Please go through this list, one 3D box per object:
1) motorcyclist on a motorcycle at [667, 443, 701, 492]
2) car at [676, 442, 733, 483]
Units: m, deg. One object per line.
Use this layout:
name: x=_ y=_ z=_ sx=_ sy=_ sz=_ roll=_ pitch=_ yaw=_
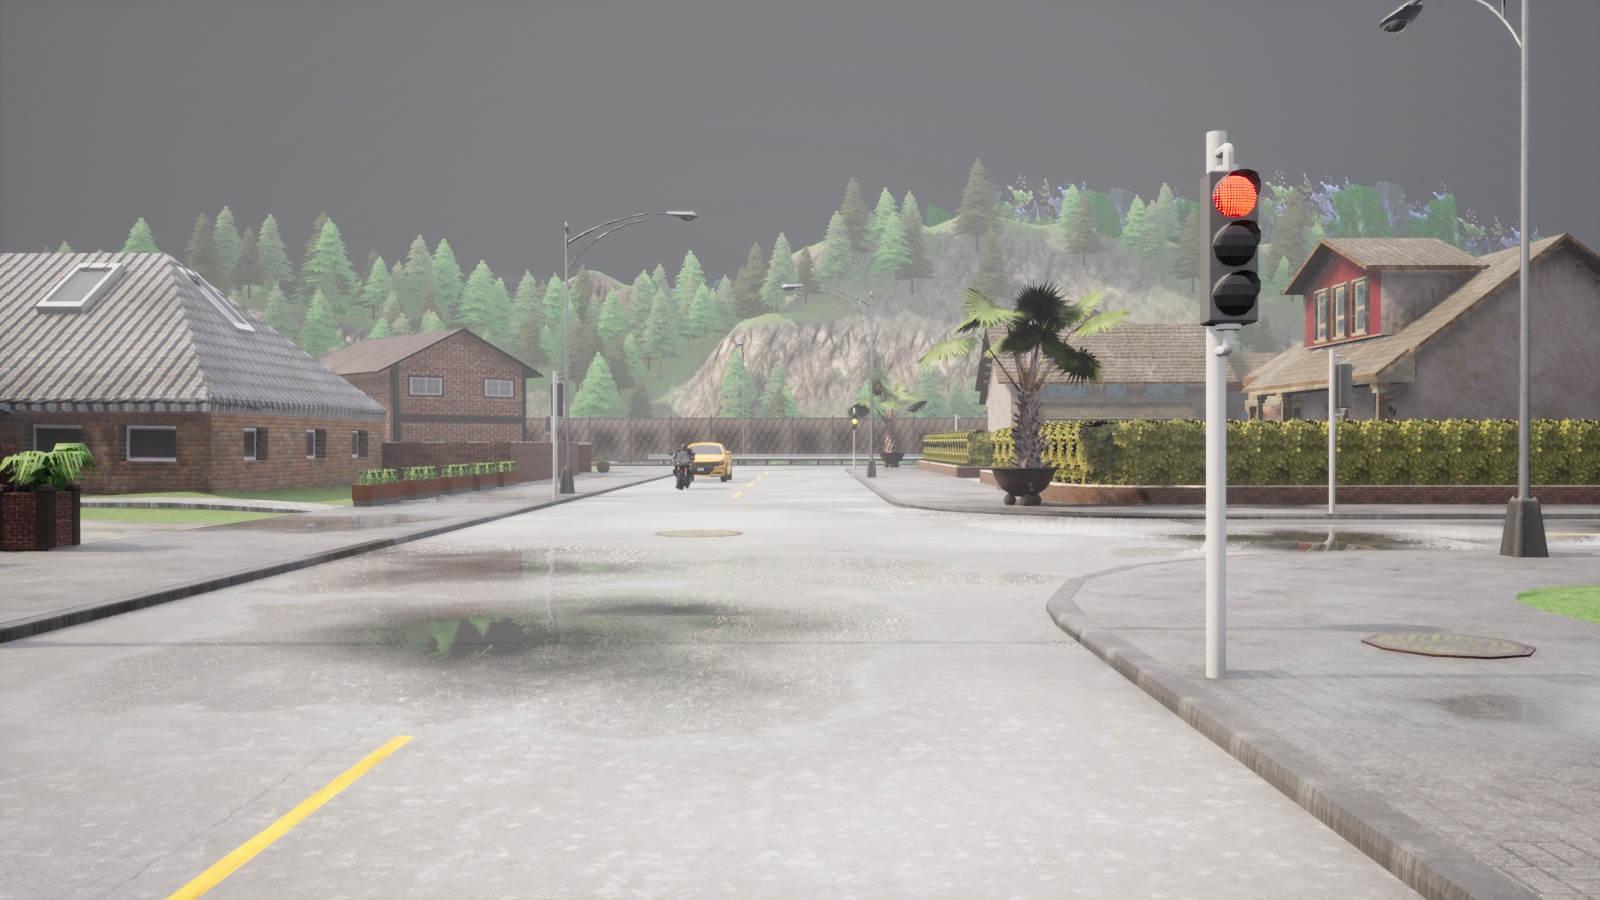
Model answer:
motorcyclist on a motorcycle: x=-3.750 y=0.549 z=40.694 sx=0.866 sy=1.530 sz=2.191 roll=0 pitch=0 yaw=1
car: x=-3.719 y=0.441 z=49.599 sx=1.882 sy=1.535 sz=5.008 roll=0 pitch=0 yaw=0
